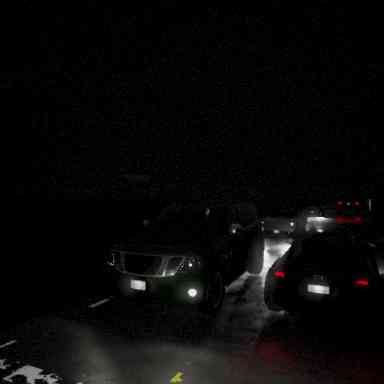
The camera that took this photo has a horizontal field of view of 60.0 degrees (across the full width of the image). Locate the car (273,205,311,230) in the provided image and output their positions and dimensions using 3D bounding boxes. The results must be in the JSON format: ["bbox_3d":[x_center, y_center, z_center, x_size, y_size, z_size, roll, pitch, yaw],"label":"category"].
[{"bbox_3d":[5.030,1.610,18.014,1.895,1.301,4.718,0,0,26],"label":"car"}]

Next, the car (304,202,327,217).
[{"bbox_3d":[11.503,1.585,31.229,1.994,1.385,4.181,0,0,26],"label":"car"}]

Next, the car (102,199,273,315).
[{"bbox_3d":[0.256,1.229,8.164,2.150,2.045,5.566,0,0,25],"label":"car"}]

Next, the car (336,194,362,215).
[{"bbox_3d":[16.067,1.239,34.028,2.150,2.045,5.566,0,0,26],"label":"car"}]

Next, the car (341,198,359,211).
[{"bbox_3d":[20.731,1.576,43.684,2.033,1.411,5.357,0,0,26],"label":"car"}]

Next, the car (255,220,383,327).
[{"bbox_3d":[2.951,1.563,7.254,1.994,1.385,4.181,0,0,26],"label":"car"}]
